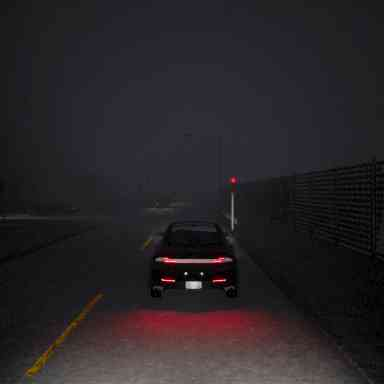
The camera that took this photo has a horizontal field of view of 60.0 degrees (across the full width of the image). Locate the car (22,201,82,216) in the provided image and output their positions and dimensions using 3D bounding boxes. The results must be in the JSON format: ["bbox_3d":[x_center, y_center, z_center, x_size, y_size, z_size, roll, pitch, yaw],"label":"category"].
[{"bbox_3d":[-13.279,1.547,31.719,5.357,1.411,2.033,0,0,10],"label":"car"}]

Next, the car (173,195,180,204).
[{"bbox_3d":[-4.000,1.351,64.446,2.097,1.767,4.553,0,0,1],"label":"car"}]

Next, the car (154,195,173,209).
[{"bbox_3d":[-4.063,1.504,46.062,1.837,1.490,4.892,0,0,0],"label":"car"}]

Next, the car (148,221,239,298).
[{"bbox_3d":[0.055,1.492,8.524,2.128,1.511,4.902,0,0,1],"label":"car"}]

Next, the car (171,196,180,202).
[{"bbox_3d":[-3.939,1.585,79.482,1.895,1.301,4.718,0,0,0],"label":"car"}]

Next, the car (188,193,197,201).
[{"bbox_3d":[0.062,1.225,82.908,2.150,2.045,5.566,0,0,0],"label":"car"}]
